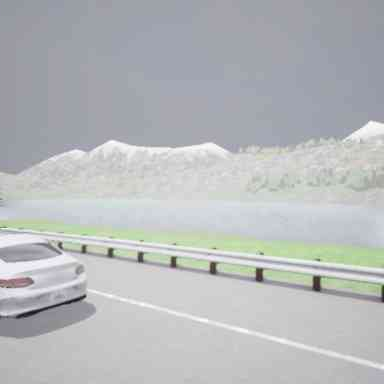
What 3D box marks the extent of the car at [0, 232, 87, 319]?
[{"bbox_3d":[-4.103,1.568,6.911,4.674,1.442,1.812,0,0,36],"label":"car"}]
